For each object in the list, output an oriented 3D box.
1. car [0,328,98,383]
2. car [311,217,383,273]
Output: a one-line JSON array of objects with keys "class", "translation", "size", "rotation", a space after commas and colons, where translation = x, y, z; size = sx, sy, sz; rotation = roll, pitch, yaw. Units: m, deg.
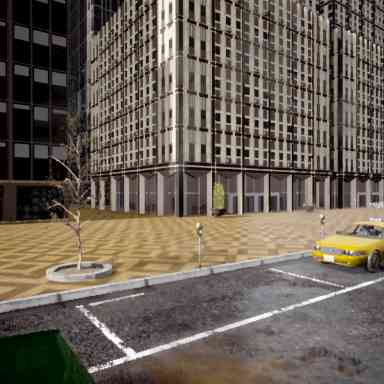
[{"class": "car", "translation": [-2.763, 1.601, 1.409], "size": [4.718, 1.301, 1.895], "rotation": [0, 0, -35]}, {"class": "car", "translation": [5.780, 1.525, 10.677], "size": [4.829, 1.417, 1.752], "rotation": [0, 0, -35]}]
